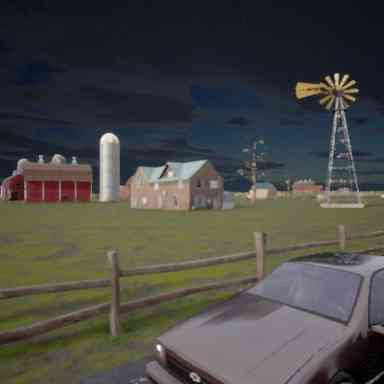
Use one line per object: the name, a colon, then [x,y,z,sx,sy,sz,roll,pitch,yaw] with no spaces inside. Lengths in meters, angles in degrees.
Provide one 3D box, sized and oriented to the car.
car: [2.075,1.616,4.628,5.357,1.411,2.033,0,-1,-38]
